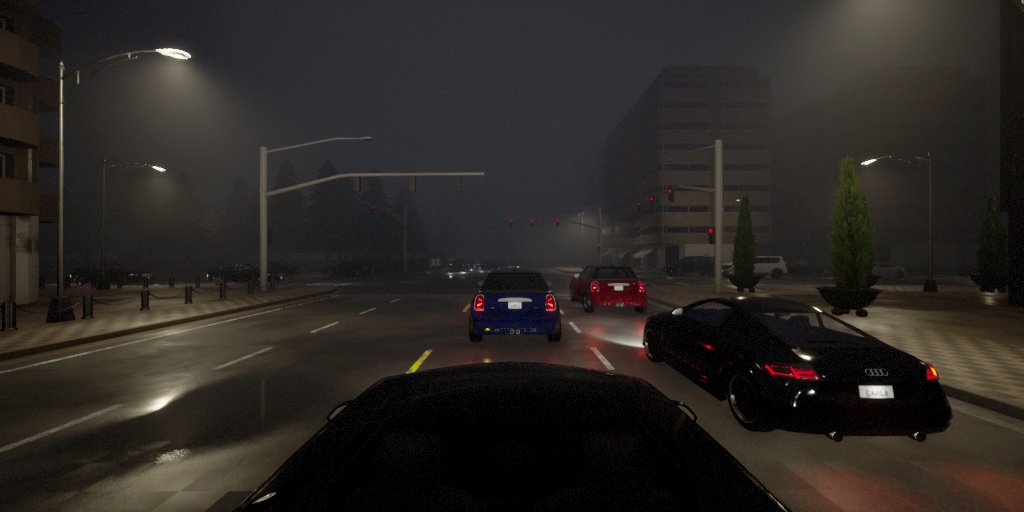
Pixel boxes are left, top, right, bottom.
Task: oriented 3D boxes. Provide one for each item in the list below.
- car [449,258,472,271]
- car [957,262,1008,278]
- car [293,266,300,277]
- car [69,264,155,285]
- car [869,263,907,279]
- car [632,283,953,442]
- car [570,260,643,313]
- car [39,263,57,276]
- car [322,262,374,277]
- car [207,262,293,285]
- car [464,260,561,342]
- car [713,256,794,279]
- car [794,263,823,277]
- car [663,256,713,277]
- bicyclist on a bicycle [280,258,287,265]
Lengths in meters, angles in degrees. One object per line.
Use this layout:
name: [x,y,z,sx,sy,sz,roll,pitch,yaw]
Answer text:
car: [-6.912,1.098,47.404,2.097,1.767,4.553,0,0,2]
car: [44.375,1.281,33.142,5.008,1.535,1.882,-1,0,0]
car: [-22.270,1.281,32.909,5.008,1.535,1.882,0,0,0]
car: [-28.532,1.295,25.684,4.902,1.511,2.128,0,0,0]
car: [33.549,1.329,33.122,4.674,1.442,1.812,0,0,0]
car: [3.606,1.314,5.557,1.994,1.385,4.181,0,0,0]
car: [3.604,1.101,14.198,2.097,1.767,4.553,0,0,0]
car: [-49.523,1.350,36.248,5.357,1.411,2.033,0,0,0]
car: [-16.622,1.308,36.431,4.892,1.490,1.837,0,0,0]
car: [-18.998,1.295,25.721,4.902,1.511,2.128,0,0,0]
car: [0.082,1.101,9.970,2.097,1.767,4.553,0,0,0]
car: [22.165,1.025,33.085,5.566,2.045,2.150,0,0,0]
car: [28.687,1.403,36.609,4.718,1.301,1.895,0,0,0]
car: [18.418,1.025,36.569,5.566,2.045,2.150,0,0,0]
bicyclist on a bicycle: [-25.615,1.103,40.178,0.582,1.620,1.656,0,0,0]
